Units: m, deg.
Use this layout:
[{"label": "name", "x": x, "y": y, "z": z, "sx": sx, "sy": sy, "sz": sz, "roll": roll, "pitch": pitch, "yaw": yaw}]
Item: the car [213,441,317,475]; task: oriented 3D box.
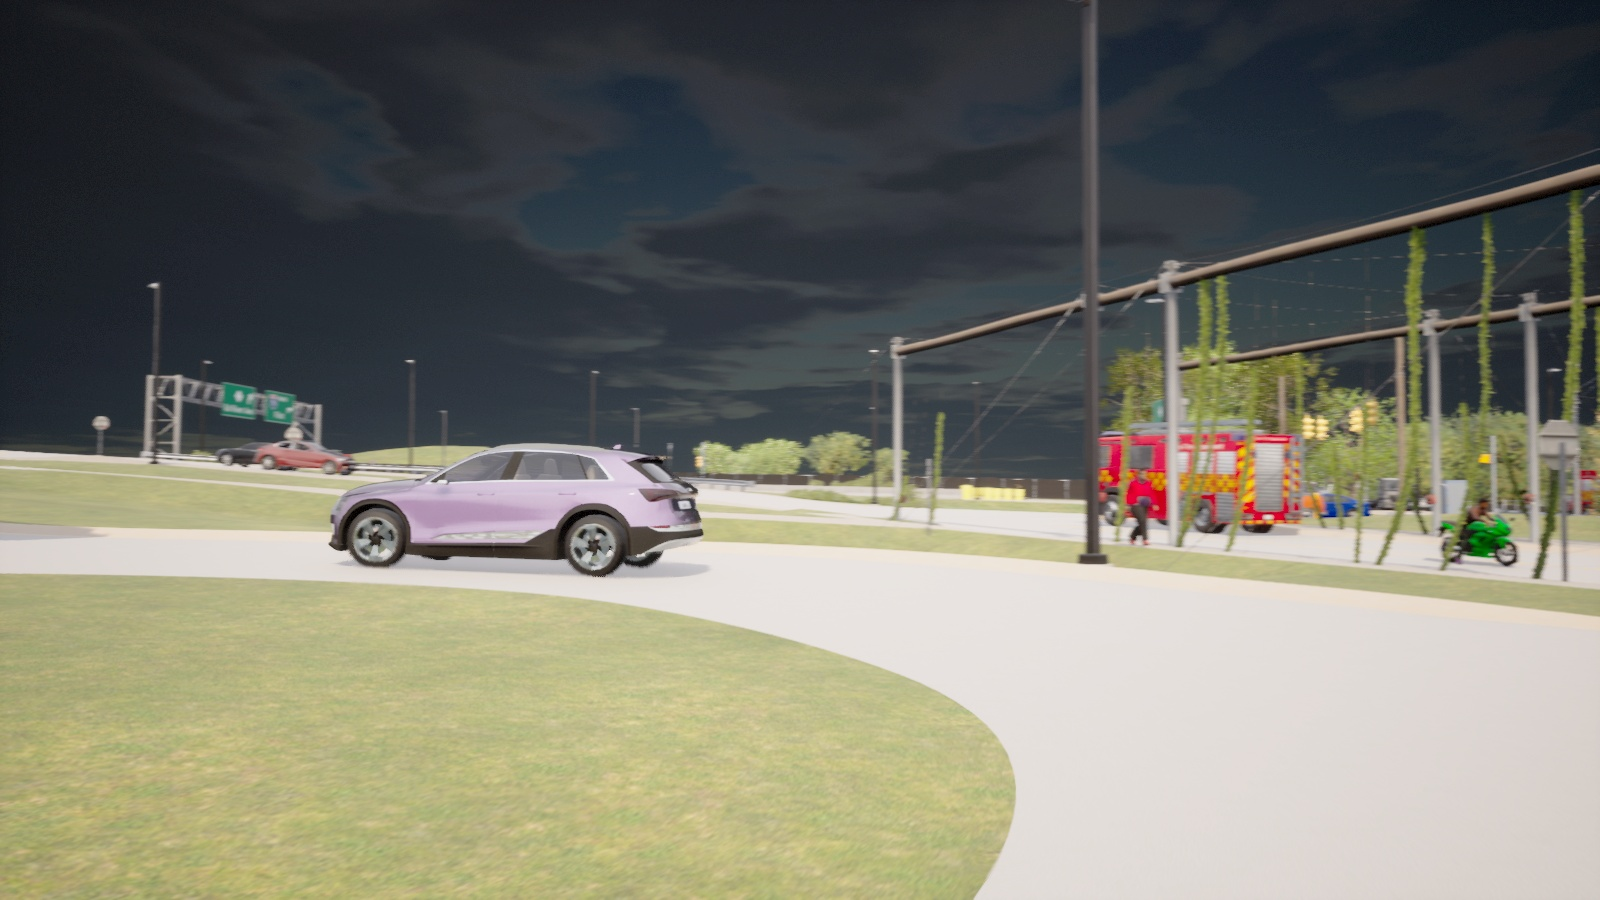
[{"label": "car", "x": -29.634, "y": 0.432, "z": 69.606, "sx": 4.892, "sy": 1.490, "sz": 1.837, "roll": 4, "pitch": -2, "yaw": 7}]

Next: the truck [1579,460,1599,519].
[{"label": "truck", "x": 52.833, "y": 2.539, "z": 79.012, "sx": 2.891, "sy": 3.827, "sz": 8.468, "roll": 1, "pitch": -1, "yaw": 4}]

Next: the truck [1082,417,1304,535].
[{"label": "truck", "x": 13.860, "y": 0.887, "z": 45.216, "sx": 2.891, "sy": 3.827, "sz": 8.468, "roll": 1, "pitch": -1, "yaw": -22}]

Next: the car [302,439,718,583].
[{"label": "car", "x": -3.696, "y": 0.742, "z": 16.415, "sx": 4.856, "sy": 1.649, "sz": 2.033, "roll": 1, "pitch": -1, "yaw": 11}]

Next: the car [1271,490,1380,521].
[{"label": "car", "x": 28.067, "y": 2.957, "z": 67.176, "sx": 5.008, "sy": 1.535, "sz": 1.882, "roll": 1, "pitch": -2, "yaw": 3}]

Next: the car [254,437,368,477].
[{"label": "car", "x": -25.587, "y": 0.362, "z": 65.780, "sx": 5.027, "sy": 1.651, "sz": 2.152, "roll": 4, "pitch": -2, "yaw": 5}]

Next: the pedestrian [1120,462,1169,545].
[{"label": "pedestrian", "x": 7.767, "y": 1.206, "z": 28.368, "sx": 0.634, "sy": 1.844, "sz": 0.899, "roll": 1, "pitch": -3, "yaw": -20}]

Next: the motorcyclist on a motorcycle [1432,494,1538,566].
[{"label": "motorcyclist on a motorcycle", "x": 15.335, "y": 1.762, "z": 28.161, "sx": 0.797, "sy": 1.523, "sz": 2.044, "roll": 1, "pitch": -1, "yaw": -22}]

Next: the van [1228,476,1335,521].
[{"label": "van", "x": 23.146, "y": 2.320, "z": 60.473, "sx": 4.442, "sy": 1.987, "sz": 1.775, "roll": 2, "pitch": -2, "yaw": 3}]
